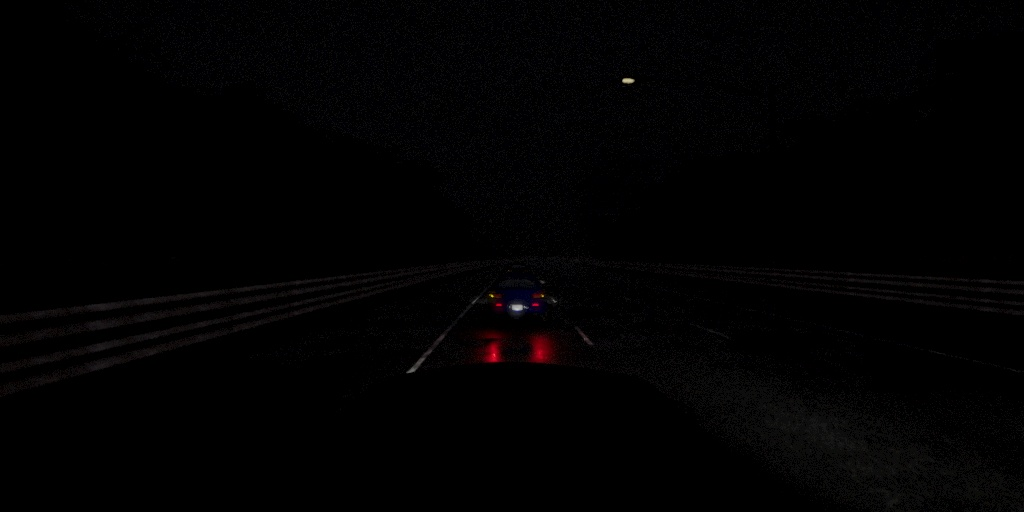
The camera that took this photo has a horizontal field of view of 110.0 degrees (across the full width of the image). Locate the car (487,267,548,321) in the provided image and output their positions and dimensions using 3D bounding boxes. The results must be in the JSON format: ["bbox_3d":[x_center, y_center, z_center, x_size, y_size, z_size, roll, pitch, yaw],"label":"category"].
[{"bbox_3d":[0.180,1.265,12.279,1.812,1.442,4.674,0,0,1],"label":"car"}]

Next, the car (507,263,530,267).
[{"bbox_3d":[0.546,1.276,30.103,1.812,1.442,4.674,0,0,2],"label":"car"}]
